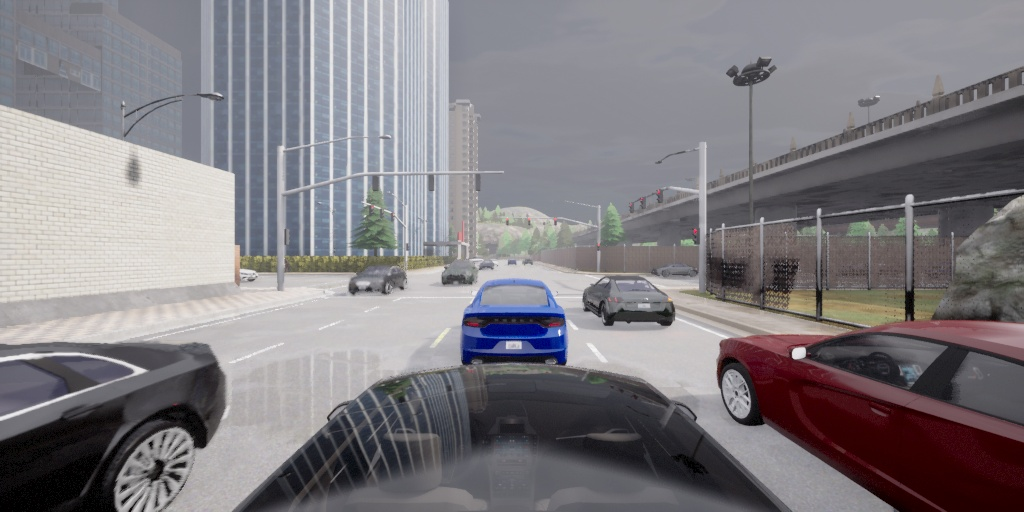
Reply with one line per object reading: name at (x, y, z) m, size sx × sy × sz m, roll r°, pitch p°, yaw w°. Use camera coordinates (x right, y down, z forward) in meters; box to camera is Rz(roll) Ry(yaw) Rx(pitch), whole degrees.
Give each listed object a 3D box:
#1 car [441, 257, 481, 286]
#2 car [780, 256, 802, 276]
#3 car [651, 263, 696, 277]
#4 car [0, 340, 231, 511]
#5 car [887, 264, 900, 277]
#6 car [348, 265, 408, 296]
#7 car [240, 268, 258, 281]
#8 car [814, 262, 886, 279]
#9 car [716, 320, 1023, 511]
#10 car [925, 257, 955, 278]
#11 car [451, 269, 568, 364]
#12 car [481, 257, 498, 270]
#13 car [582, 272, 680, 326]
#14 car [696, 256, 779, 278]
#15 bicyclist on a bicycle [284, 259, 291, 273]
car at (-3.595, 1.128, 25.286) m, size 2.097 × 1.767 × 4.553 m, roll 0°, pitch 0°, yaw 0°
car at (25.378, 1.027, 35.467) m, size 5.566 × 2.045 × 2.150 m, roll 0°, pitch 0°, yaw -1°
car at (16.022, 1.369, 35.445) m, size 4.181 × 1.385 × 1.994 m, roll 0°, pitch 0°, yaw 0°
car at (-3.600, 1.241, 1.338) m, size 2.128 × 1.511 × 4.902 m, roll 0°, pitch 0°, yaw 0°
car at (35.557, 1.331, 35.466) m, size 4.674 × 1.442 × 1.812 m, roll 0°, pitch 0°, yaw 0°
car at (-7.096, 1.253, 19.457) m, size 2.128 × 1.511 × 4.902 m, roll 0°, pitch -1°, yaw 0°
car at (-22.633, 1.331, 28.189) m, size 4.674 × 1.442 × 1.812 m, roll 0°, pitch 0°, yaw 0°
car at (29.769, 1.406, 31.967) m, size 4.718 × 1.301 × 1.895 m, roll 0°, pitch 0°, yaw 0°
car at (3.601, 1.228, 2.685) m, size 1.882 × 1.535 × 5.008 m, roll 0°, pitch 0°, yaw 0°
car at (40.477, 1.027, 31.971) m, size 5.566 × 2.045 × 2.150 m, roll 0°, pitch 0°, yaw 0°
car at (0.054, 1.228, 8.019) m, size 1.882 × 1.535 × 5.008 m, roll 0°, pitch 0°, yaw 1°
car at (-3.585, 1.297, 52.388) m, size 2.033 × 1.411 × 5.357 m, roll 0°, pitch 0°, yaw 0°
car at (3.576, 1.314, 11.679) m, size 1.994 × 1.385 × 4.181 m, roll 0°, pitch 0°, yaw 0°
car at (20.000, 1.027, 31.949) m, size 5.566 × 2.045 × 2.150 m, roll 0°, pitch 0°, yaw 0°
bicyclist on a bicycle at (-25.294, 1.106, 40.146) m, size 0.582 × 1.620 × 1.656 m, roll 0°, pitch 0°, yaw 0°
